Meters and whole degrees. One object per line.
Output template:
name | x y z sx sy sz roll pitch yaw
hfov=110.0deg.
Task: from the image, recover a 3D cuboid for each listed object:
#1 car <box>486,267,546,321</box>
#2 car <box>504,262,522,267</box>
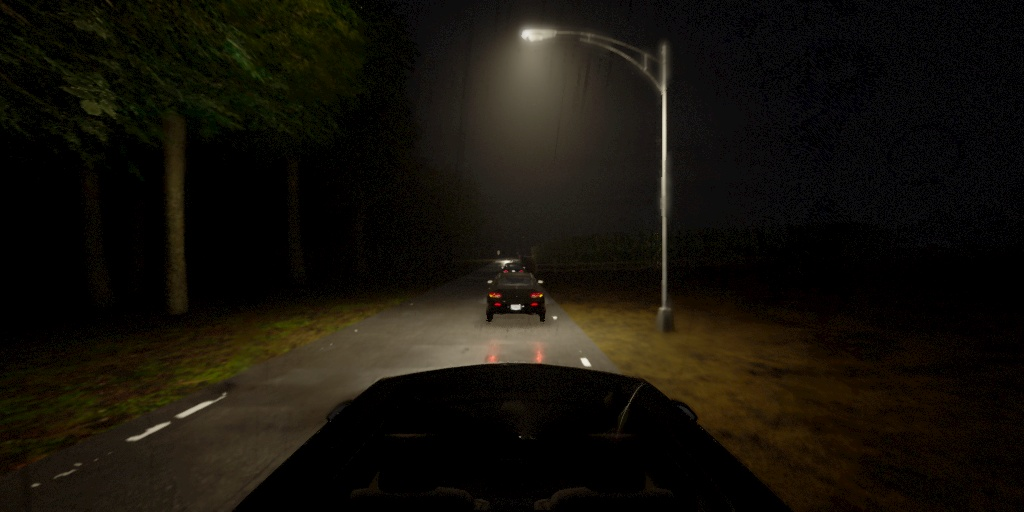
car | 0.117 1.260 12.328 1.812 1.442 4.674 0 0 0
car | 0.112 1.233 30.086 2.033 1.411 5.357 0 0 0
